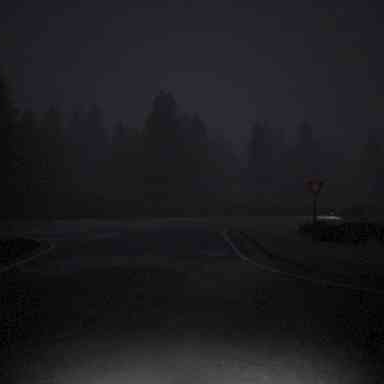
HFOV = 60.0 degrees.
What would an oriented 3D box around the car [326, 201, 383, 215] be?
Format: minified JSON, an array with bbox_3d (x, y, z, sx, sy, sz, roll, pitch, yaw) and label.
[{"bbox_3d":[15.601,1.617,31.806,5.357,1.411,2.033,0,0,-17],"label":"car"}]
